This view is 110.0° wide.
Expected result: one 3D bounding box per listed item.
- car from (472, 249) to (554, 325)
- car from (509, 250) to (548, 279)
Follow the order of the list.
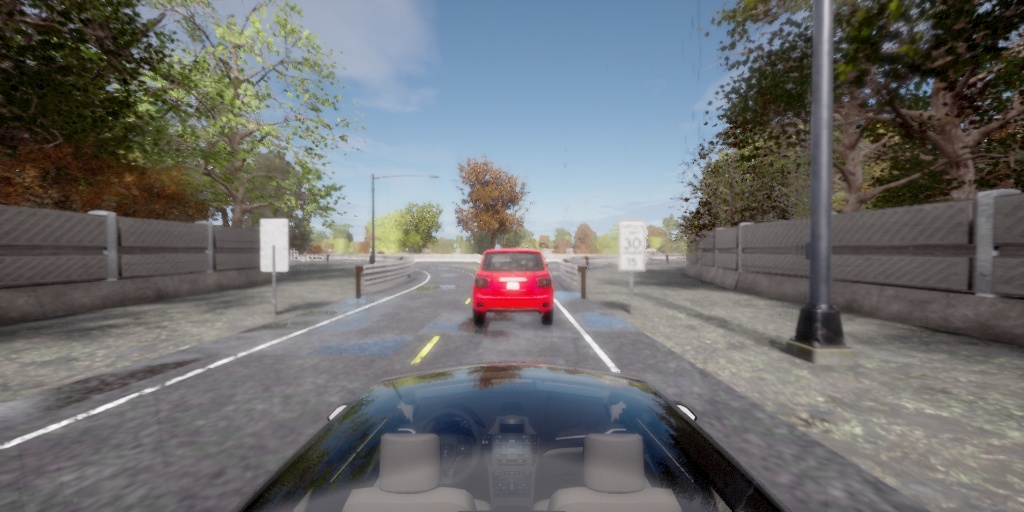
[{"bbox_3d":[0.046,0.817,11.372,2.150,2.045,5.566,0,0,0],"label":"car"},{"bbox_3d":[1.458,0.564,28.427,2.150,2.045,5.566,0,1,13],"label":"car"}]
